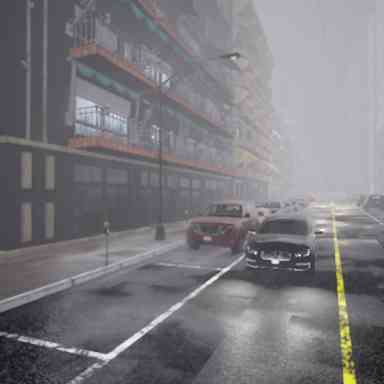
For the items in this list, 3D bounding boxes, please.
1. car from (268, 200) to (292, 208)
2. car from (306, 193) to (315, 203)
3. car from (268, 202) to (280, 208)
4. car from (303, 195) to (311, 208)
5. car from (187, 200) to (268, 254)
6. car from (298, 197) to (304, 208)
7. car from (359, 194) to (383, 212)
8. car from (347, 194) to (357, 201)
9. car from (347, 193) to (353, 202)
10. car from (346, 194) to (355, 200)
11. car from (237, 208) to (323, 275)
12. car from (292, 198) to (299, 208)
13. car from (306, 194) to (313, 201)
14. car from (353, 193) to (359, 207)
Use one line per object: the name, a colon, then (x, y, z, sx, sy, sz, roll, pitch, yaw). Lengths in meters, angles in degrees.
car: (5.893, 1.403, 24.337, 1.967, 1.590, 4.097, 1, 0, 23)
car: (23.386, 1.142, 66.027, 2.192, 1.841, 5.009, 1, 0, 23)
car: (3.640, 1.504, 18.970, 1.752, 1.417, 4.829, 1, 0, 23)
car: (14.639, 1.443, 45.184, 1.887, 1.381, 4.507, 1, 0, 23)
car: (1.521, 1.309, 13.914, 2.192, 1.841, 5.009, 1, 0, 23)
car: (10.266, 1.498, 34.761, 1.947, 1.339, 4.313, 1, 0, 23)
car: (20.180, 1.173, 36.727, 2.192, 1.841, 5.009, 1, 0, 23)
car: (37.670, 1.279, 78.418, 1.947, 1.339, 4.313, 1, 0, 23)
car: (33.298, 1.191, 67.994, 1.967, 1.590, 4.097, 1, 0, 23)
car: (39.857, 1.260, 83.629, 1.947, 1.339, 4.313, 1, 0, 23)
car: (3.026, 1.487, 10.593, 1.837, 1.490, 4.892, 0, 0, 23)
car: (8.080, 1.492, 29.550, 1.887, 1.381, 4.507, 1, 0, 23)
car: (16.759, 1.407, 50.237, 1.752, 1.417, 4.829, 1, 0, 23)
car: (24.553, 1.139, 47.149, 2.192, 1.841, 5.009, 1, 0, 23)
